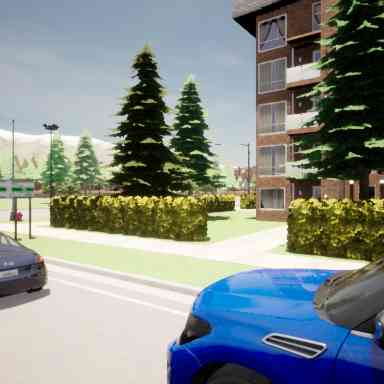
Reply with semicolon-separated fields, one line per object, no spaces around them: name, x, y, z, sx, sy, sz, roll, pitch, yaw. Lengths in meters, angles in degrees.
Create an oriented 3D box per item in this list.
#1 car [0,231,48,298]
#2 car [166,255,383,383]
car;-5.207;1.564;7.672;4.181;1.385;1.994;0;0;36
car;2.411;1.221;2.270;5.566;2.045;2.150;0;0;36
